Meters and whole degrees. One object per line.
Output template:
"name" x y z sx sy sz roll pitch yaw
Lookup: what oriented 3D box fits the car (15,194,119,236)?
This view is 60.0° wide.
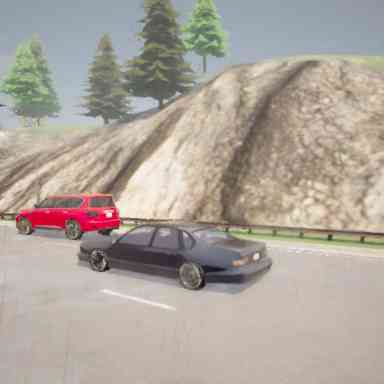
"car" -6.089 1.126 16.208 5.566 2.045 2.150 0 0 28

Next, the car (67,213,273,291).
"car" -0.666 1.482 8.779 5.357 1.411 2.033 0 0 33
